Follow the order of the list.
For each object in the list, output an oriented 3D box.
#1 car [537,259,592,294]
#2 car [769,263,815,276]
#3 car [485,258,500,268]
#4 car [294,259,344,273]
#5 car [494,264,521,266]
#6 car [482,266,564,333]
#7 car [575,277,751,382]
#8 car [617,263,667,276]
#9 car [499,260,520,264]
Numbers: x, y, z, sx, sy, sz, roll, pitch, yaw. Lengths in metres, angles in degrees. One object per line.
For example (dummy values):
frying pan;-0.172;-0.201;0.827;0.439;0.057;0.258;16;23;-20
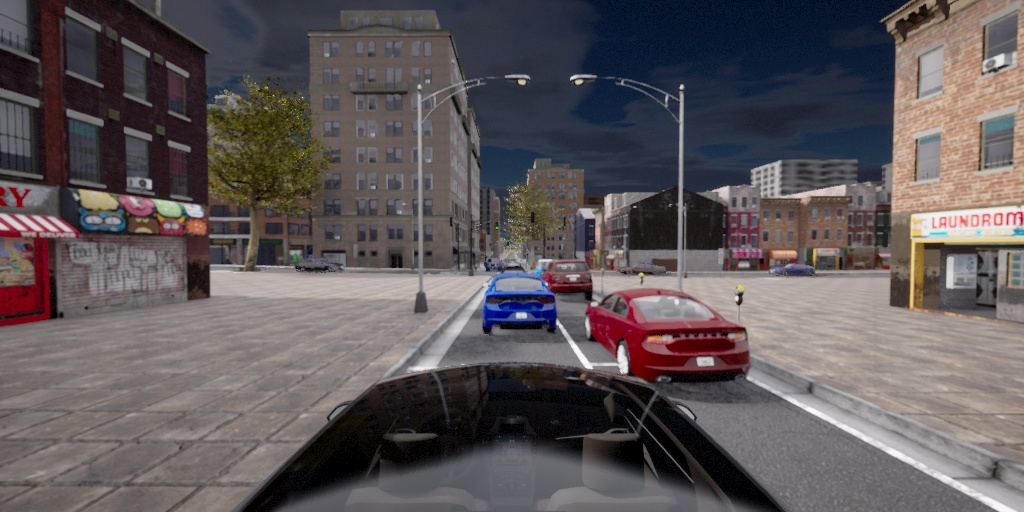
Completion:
car;2.650;1.084;17.664;2.192;1.841;5.009;0;0;0
car;32.342;1.570;41.437;4.674;1.442;1.812;0;1;0
car;-2.762;1.324;54.306;2.150;2.045;5.566;0;-1;1
car;-20.629;1.048;38.501;4.902;1.511;2.128;1;1;0
car;0.112;1.338;19.630;1.994;1.385;4.181;0;0;-1
car;0.128;1.235;10.796;1.882;1.535;5.008;0;0;-2
car;2.640;1.298;7.085;1.888;1.381;4.507;0;0;0
car;14.957;1.481;41.447;5.357;1.411;2.033;0;1;0
car;0.124;1.323;33.745;2.128;1.511;4.902;0;-1;0
